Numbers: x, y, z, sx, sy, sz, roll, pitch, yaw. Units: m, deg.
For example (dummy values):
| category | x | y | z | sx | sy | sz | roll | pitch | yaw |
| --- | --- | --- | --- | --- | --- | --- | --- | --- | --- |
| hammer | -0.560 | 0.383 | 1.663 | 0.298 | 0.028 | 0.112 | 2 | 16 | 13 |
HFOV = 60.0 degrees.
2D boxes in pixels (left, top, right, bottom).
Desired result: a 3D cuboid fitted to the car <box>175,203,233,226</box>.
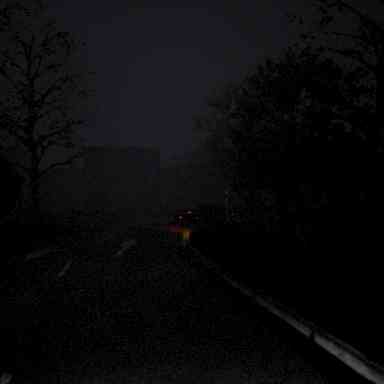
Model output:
| category | x | y | z | sx | sy | sz | roll | pitch | yaw |
| --- | --- | --- | --- | --- | --- | --- | --- | --- | --- |
| car | 1.006 | 1.547 | 24.535 | 5.008 | 1.535 | 1.882 | -1 | -1 | -44 |

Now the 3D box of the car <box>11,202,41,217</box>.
| category | x | y | z | sx | sy | sz | roll | pitch | yaw |
| --- | --- | --- | --- | --- | --- | --- | --- | --- | --- |
| car | -19.761 | 2.048 | 40.284 | 2.185 | 1.767 | 4.553 | -2 | 0 | -13 |
